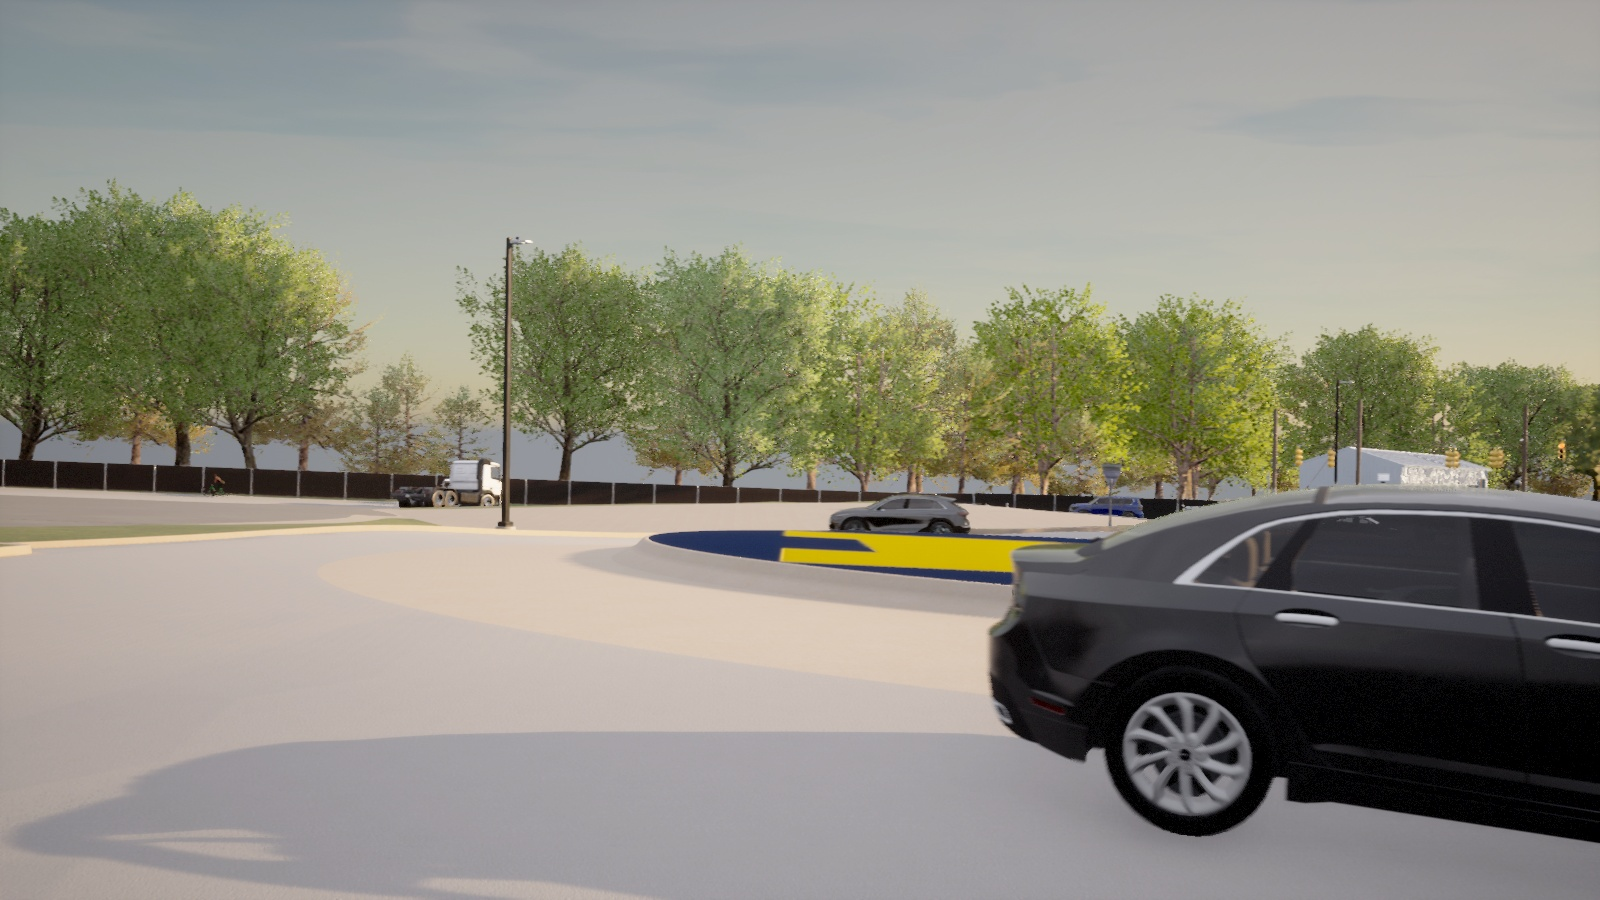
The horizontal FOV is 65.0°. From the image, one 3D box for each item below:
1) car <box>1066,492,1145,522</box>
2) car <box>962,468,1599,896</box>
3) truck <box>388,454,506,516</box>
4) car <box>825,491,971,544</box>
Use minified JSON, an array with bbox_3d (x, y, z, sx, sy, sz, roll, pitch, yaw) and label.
[{"bbox_3d":[23.100,4.292,95.179,5.566,2.045,2.150,1,1,6],"label":"car"},{"bbox_3d":[3.366,0.927,5.578,4.892,1.490,1.837,2,1,25],"label":"car"},{"bbox_3d":[-22.567,2.331,80.802,2.891,3.462,7.936,-1,-5,23],"label":"truck"},{"bbox_3d":[3.329,2.293,43.078,4.856,1.649,2.033,1,0,3],"label":"car"}]
